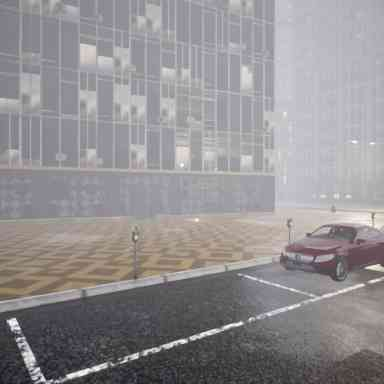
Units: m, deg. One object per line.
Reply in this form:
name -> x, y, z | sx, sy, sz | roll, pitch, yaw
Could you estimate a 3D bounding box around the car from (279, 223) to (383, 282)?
car -> 4.381, 1.580, 9.696 | 4.206, 1.307, 1.802 | 0, 0, -36
